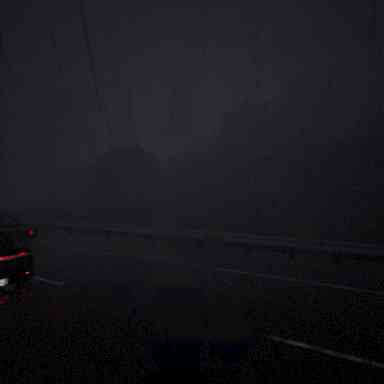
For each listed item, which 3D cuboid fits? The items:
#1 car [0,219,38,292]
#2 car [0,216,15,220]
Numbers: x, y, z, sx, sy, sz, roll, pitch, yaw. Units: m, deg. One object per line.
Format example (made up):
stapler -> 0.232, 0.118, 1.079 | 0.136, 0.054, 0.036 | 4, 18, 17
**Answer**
car -> -5.637, 1.502, 7.610 | 4.902, 1.511, 2.128 | 0, 0, 33
car -> -8.543, 1.614, 13.588 | 4.718, 1.301, 1.895 | 0, 0, 31
